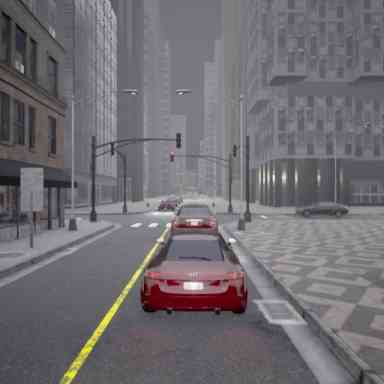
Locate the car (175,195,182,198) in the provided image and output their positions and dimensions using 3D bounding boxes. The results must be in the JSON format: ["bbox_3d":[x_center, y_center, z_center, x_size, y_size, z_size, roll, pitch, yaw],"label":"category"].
[{"bbox_3d":[-3.064,1.567,50.934,2.033,1.411,5.357,0,0,0],"label":"car"}]

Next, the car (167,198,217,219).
[{"bbox_3d":[0.161,1.352,16.274,2.097,1.767,4.553,0,0,2],"label":"car"}]

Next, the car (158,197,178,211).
[{"bbox_3d":[-3.072,1.613,41.282,1.895,1.301,4.718,0,0,0],"label":"car"}]

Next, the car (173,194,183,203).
[{"bbox_3d":[-2.959,1.395,70.932,2.097,1.767,4.553,0,0,0],"label":"car"}]

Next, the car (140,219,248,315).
[{"bbox_3d":[0.088,1.563,7.654,1.994,1.385,4.181,0,0,2],"label":"car"}]

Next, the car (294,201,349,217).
[{"bbox_3d":[11.760,1.535,30.318,4.674,1.442,1.812,0,0,1],"label":"car"}]
